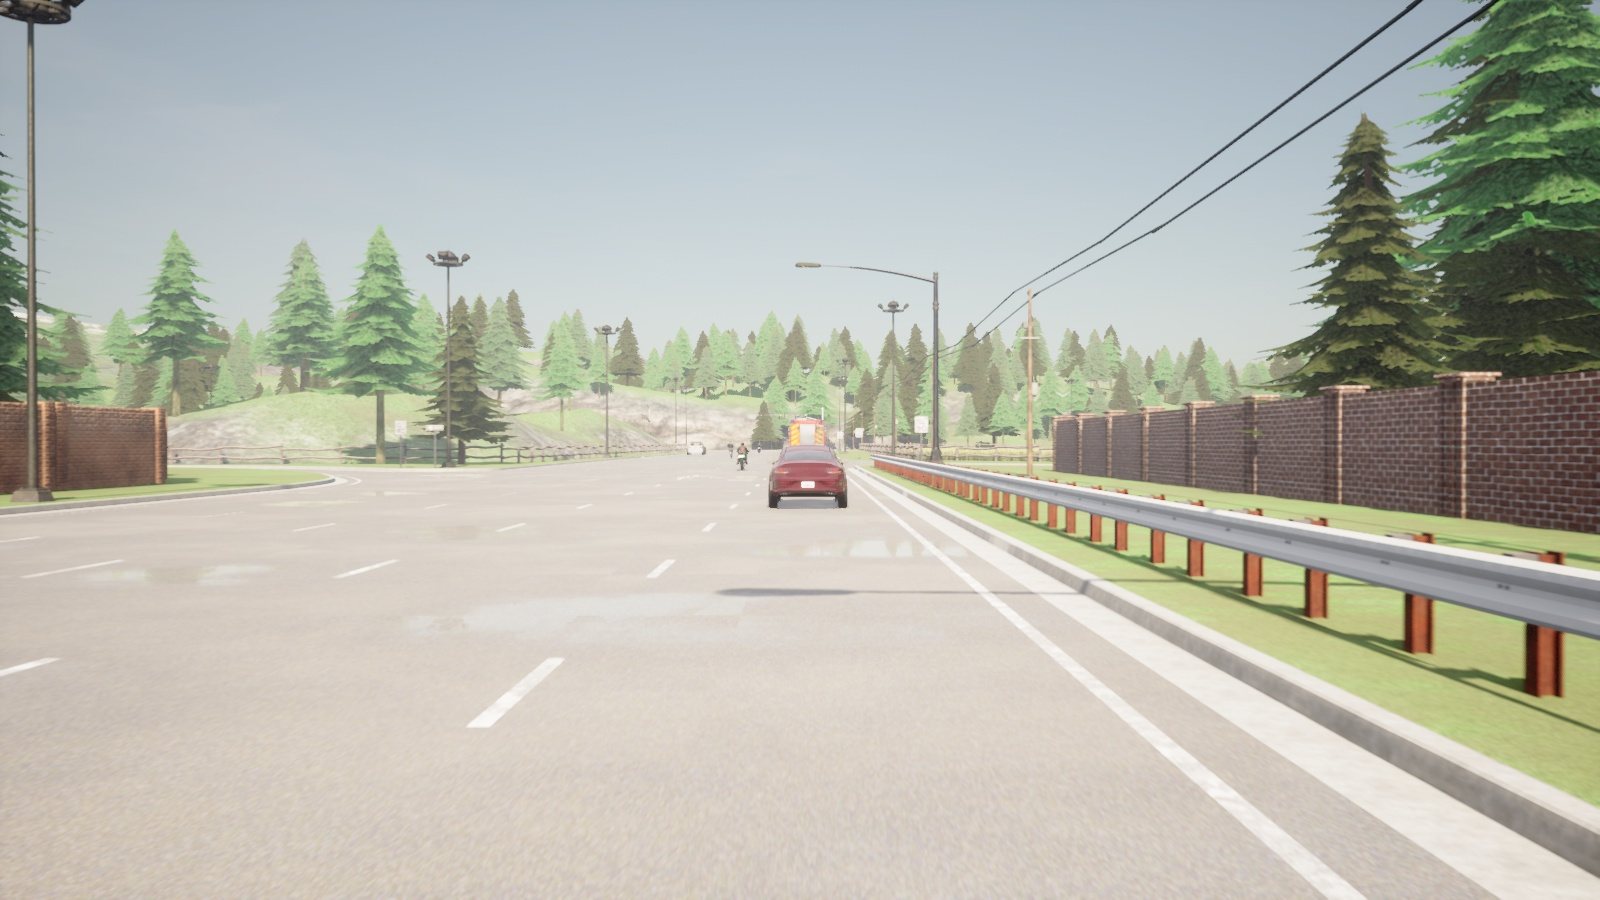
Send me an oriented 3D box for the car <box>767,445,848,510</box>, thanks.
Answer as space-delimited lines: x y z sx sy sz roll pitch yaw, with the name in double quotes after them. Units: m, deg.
0.188 0.601 30.449 1.812 1.442 4.674 0 0 0 "car"
